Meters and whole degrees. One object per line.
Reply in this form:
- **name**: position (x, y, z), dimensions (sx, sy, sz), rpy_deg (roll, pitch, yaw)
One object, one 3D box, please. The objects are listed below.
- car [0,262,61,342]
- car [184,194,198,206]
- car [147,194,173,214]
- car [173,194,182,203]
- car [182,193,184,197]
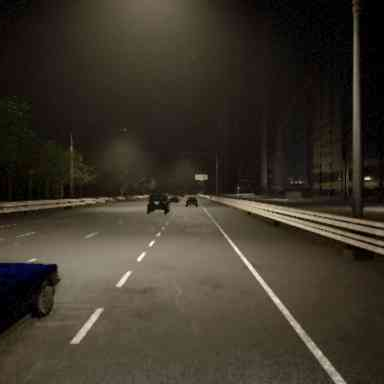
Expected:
- **car**: position (-3.498, 1.602, 4.426), dimensions (1.895, 1.301, 4.718), rpy_deg (0, 0, 0)
- **car**: position (-0.041, 1.584, 57.002), dimensions (1.837, 1.490, 4.892), rpy_deg (0, 0, 0)
- **car**: position (-3.552, 1.254, 36.091), dimensions (2.150, 2.045, 5.566), rpy_deg (0, 0, 0)
- **car**: position (-3.736, 1.646, 72.112), dimensions (1.812, 1.442, 4.674), rpy_deg (0, 0, 0)
- **car**: position (-3.875, 1.539, 89.953), dimensions (2.097, 1.767, 4.553), rpy_deg (0, 0, -1)
